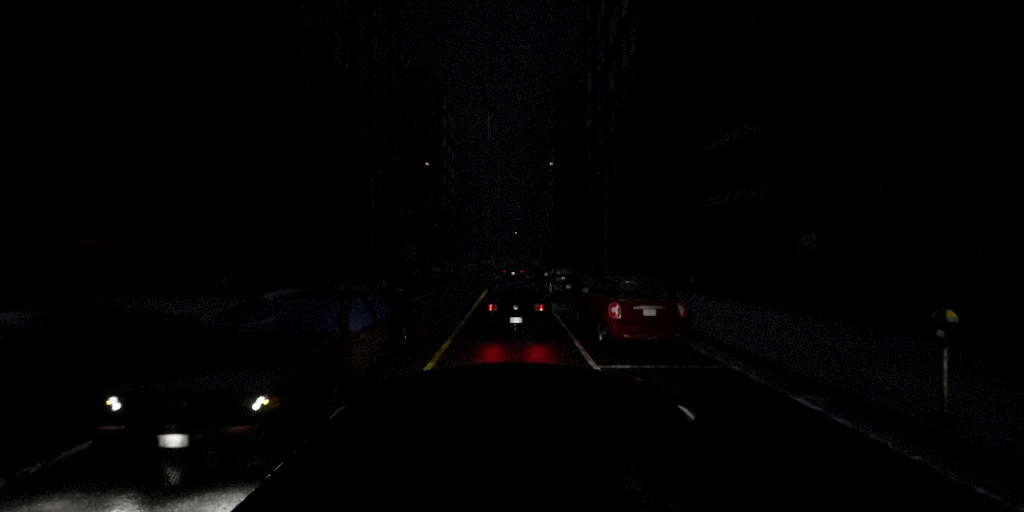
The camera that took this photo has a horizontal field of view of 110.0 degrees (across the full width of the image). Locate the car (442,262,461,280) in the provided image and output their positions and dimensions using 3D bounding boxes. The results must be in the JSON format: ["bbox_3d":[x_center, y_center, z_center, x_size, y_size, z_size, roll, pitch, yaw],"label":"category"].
[{"bbox_3d":[-5.647,1.250,31.389,1.967,1.591,4.097,0,0,0],"label":"car"}]

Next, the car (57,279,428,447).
[{"bbox_3d":[-3.101,1.305,5.939,2.033,1.411,5.357,0,0,0],"label":"car"}]

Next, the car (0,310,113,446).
[{"bbox_3d":[-5.668,1.320,3.882,1.948,1.339,4.313,0,0,0],"label":"car"}]

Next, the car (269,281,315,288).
[{"bbox_3d":[-5.664,1.346,9.383,1.802,1.307,4.207,0,0,0],"label":"car"}]

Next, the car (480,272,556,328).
[{"bbox_3d":[0.107,1.370,11.488,1.895,1.301,4.718,0,0,0],"label":"car"}]

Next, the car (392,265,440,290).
[{"bbox_3d":[-5.655,1.352,20.386,1.948,1.339,4.313,0,0,0],"label":"car"}]

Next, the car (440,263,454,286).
[{"bbox_3d":[-5.651,1.380,25.887,1.802,1.307,4.207,0,0,0],"label":"car"}]

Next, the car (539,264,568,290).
[{"bbox_3d":[2.870,1.337,20.379,2.007,1.370,4.403,0,0,0],"label":"car"}]

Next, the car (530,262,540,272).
[{"bbox_3d":[2.879,1.376,31.381,1.948,1.339,4.313,0,0,0],"label":"car"}]

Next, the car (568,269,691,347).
[{"bbox_3d":[2.862,1.204,9.376,1.967,1.591,4.097,0,0,0],"label":"car"}]

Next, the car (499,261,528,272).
[{"bbox_3d":[0.119,1.371,30.751,1.994,1.385,4.181,0,0,0],"label":"car"}]
